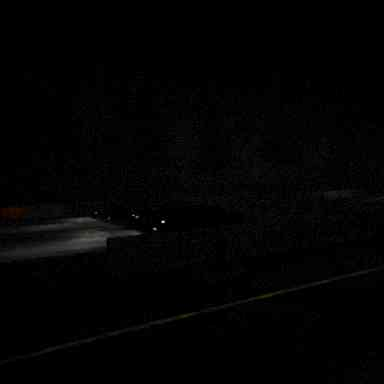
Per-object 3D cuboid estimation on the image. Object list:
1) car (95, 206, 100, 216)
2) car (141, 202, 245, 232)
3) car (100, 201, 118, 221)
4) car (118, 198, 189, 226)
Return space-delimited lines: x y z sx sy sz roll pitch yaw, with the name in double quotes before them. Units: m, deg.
"car" -4.991 1.177 25.434 4.674 1.442 1.812 -2 1 -31
"car" 0.203 1.328 16.309 4.718 1.301 1.895 -2 1 -31
"car" -3.384 1.281 22.319 4.718 1.301 1.895 -2 1 -31
"car" -1.428 1.177 19.408 5.008 1.535 1.882 -2 1 -31
